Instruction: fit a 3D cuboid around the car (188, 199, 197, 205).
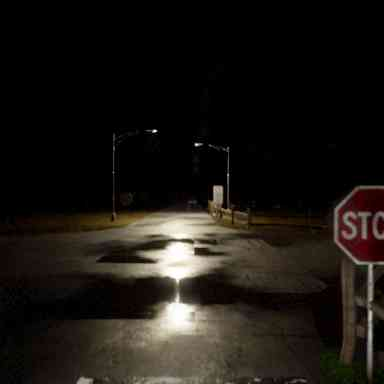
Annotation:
[{"bbox_3d":[0.090,2.104,70.615,1.895,1.301,4.718,0,0,0],"label":"car"}]
